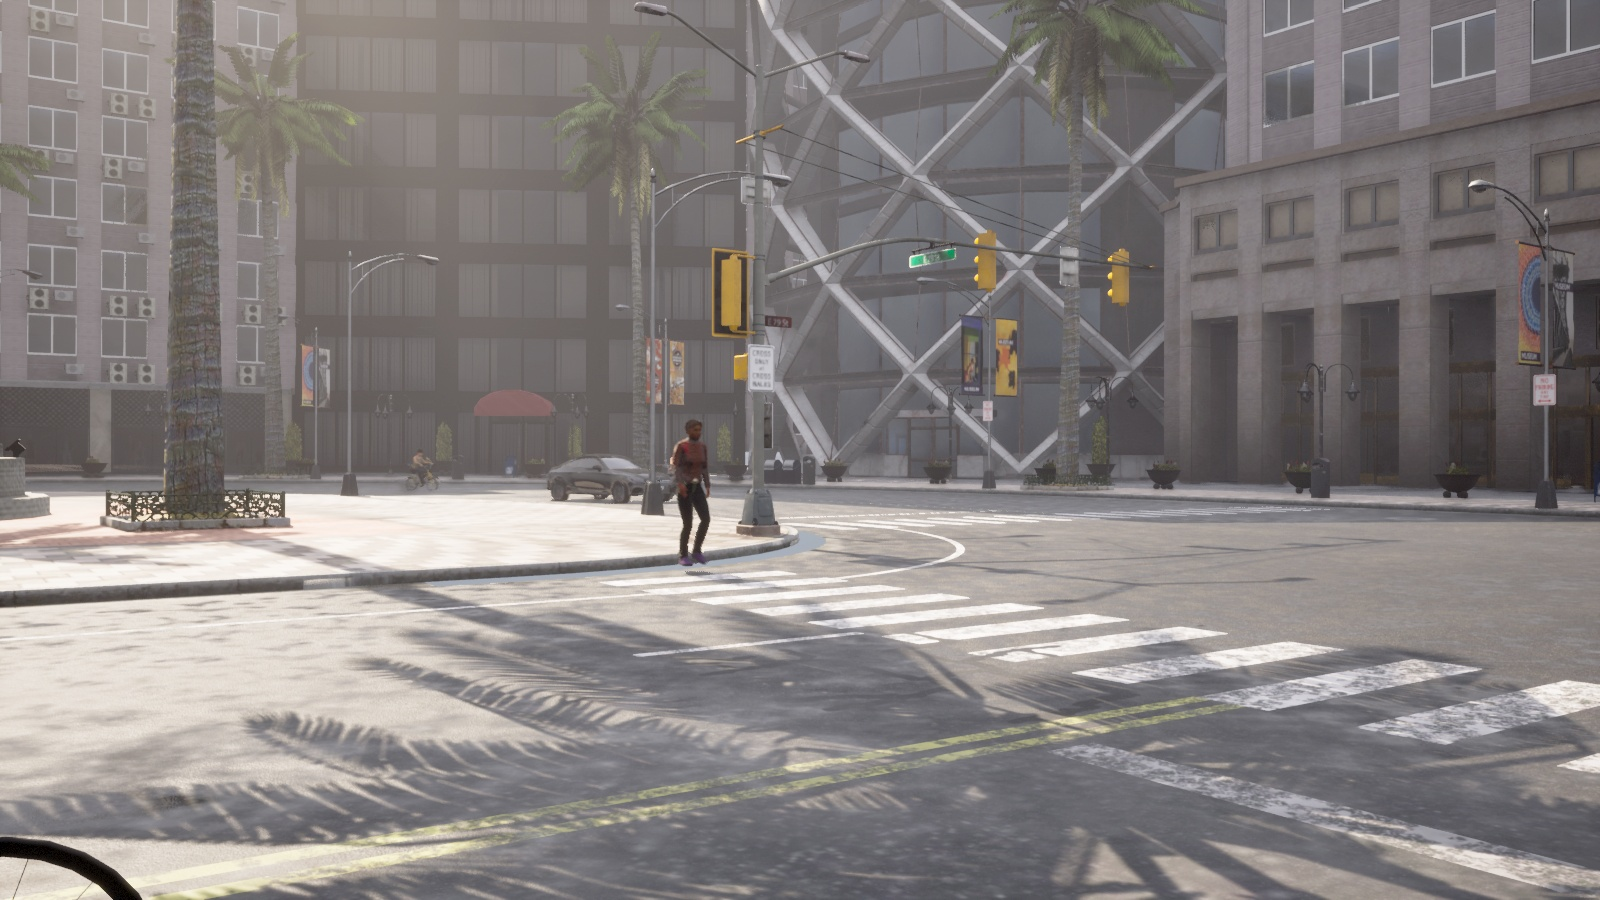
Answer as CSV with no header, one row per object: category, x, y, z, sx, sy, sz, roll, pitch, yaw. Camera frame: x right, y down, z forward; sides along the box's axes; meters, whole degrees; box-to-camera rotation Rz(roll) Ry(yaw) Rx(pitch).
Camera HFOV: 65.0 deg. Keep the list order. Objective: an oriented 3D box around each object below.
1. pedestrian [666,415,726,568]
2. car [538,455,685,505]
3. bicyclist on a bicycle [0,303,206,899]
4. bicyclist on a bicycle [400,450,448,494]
pedestrian,-1.272,0.493,15.290,0.328,1.805,0.869,0,0,-36
car,-5.770,0.876,38.155,4.674,1.442,1.812,0,0,41
bicyclist on a bicycle,-2.110,0.625,2.206,1.843,1.776,0.659,0,0,-35
bicyclist on a bicycle,-14.219,0.828,47.483,1.509,1.612,0.866,0,1,21
